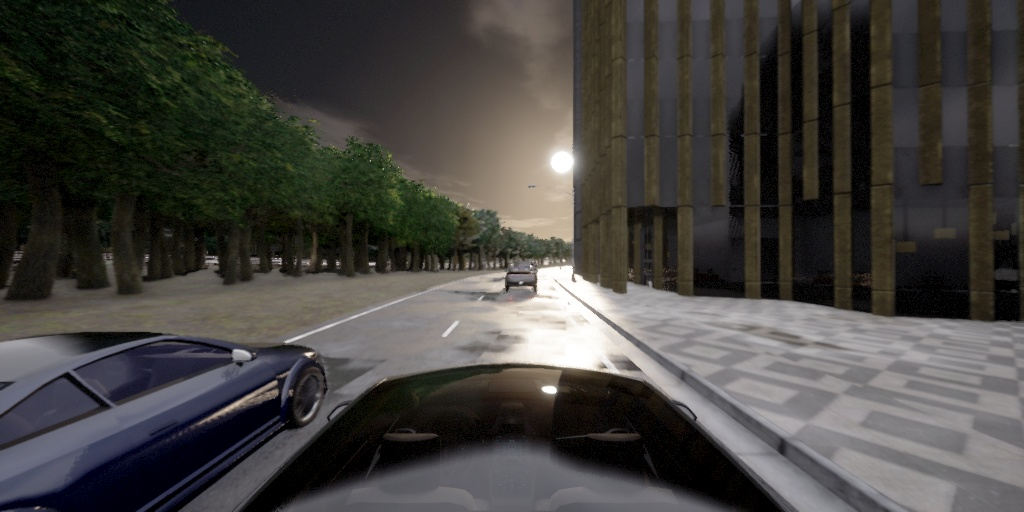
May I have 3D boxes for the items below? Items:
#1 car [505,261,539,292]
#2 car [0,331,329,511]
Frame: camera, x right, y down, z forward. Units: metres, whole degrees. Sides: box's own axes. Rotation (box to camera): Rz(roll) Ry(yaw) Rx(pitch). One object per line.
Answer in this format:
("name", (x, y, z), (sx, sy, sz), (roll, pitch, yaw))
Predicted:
("car", (0.593, 1.280, 21.844), (2.128, 1.511, 4.902), (0, 0, 2))
("car", (-3.367, 1.309, 2.959), (1.994, 1.385, 4.181), (0, 0, 0))
